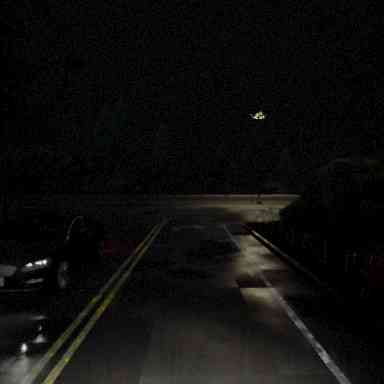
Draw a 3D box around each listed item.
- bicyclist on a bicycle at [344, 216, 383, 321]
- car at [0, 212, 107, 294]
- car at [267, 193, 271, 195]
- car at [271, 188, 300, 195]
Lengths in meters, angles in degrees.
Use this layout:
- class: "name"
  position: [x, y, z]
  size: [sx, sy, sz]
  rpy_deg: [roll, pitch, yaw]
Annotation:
- class: "bicyclist on a bicycle"
  position: [3.118, 1.196, 5.267]
  size: [1.656, 1.620, 0.582]
  rpy_deg: [-1, 0, -13]
- class: "car"
  position: [-3.575, 1.314, 8.475]
  size: [2.128, 1.511, 4.902]
  rpy_deg: [0, 1, 0]
- class: "car"
  position: [15.628, 0.503, 59.227]
  size: [4.674, 1.442, 1.812]
  rpy_deg: [0, 1, 0]
- class: "car"
  position: [15.799, 0.342, 52.253]
  size: [5.566, 2.045, 2.150]
  rpy_deg: [0, 1, -1]
